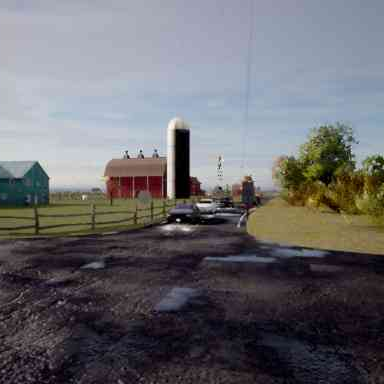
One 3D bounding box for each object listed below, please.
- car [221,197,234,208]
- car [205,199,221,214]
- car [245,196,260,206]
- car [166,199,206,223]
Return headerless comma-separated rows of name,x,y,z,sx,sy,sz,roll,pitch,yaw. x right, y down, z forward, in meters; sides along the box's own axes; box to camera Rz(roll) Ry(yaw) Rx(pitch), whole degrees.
car,4.975,1.485,48.328,1.837,1.490,4.892,0,0,15
car,1.507,1.511,35.072,1.812,1.442,4.674,0,0,14
car,10.090,1.517,56.339,1.812,1.442,4.674,0,0,15
car,-0.486,1.536,25.481,2.033,1.411,5.357,0,0,10
